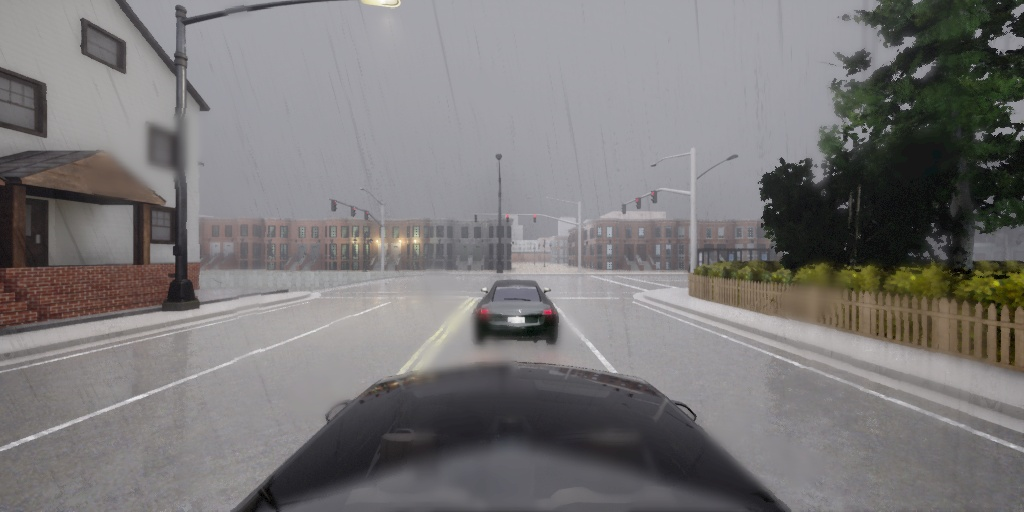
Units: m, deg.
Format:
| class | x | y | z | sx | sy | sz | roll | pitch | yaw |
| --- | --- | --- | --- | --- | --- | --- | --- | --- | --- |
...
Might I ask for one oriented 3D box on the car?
| class | x | y | z | sx | sy | sz | roll | pitch | yaw |
| --- | --- | --- | --- | --- | --- | --- | --- | --- | --- |
| car | 0.104 | 1.314 | 9.535 | 1.994 | 1.385 | 4.181 | 0 | 0 | 0 |
